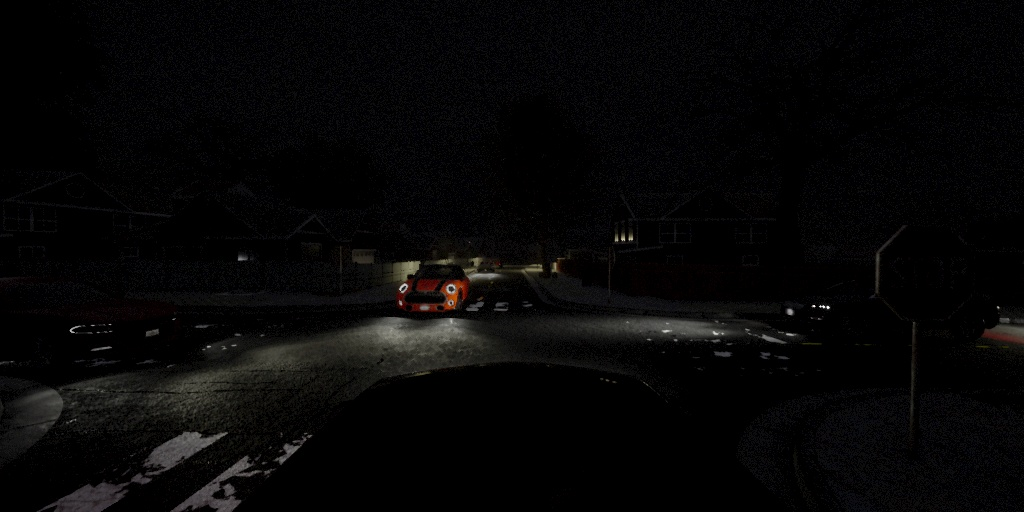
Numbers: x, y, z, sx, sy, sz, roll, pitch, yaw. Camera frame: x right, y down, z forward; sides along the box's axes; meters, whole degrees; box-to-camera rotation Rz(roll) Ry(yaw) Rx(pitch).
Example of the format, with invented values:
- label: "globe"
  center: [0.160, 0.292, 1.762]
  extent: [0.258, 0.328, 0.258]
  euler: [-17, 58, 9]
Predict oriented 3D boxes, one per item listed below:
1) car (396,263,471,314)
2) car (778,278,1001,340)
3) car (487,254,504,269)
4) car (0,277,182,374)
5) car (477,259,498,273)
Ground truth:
- label: "car"
  center: [-2.796, 1.085, 13.691]
  extent: [2.097, 1.767, 4.553]
  euler: [1, 0, 0]
- label: "car"
  center: [10.314, 1.361, 10.038]
  extent: [4.902, 1.511, 2.128]
  euler: [1, 1, 2]
- label: "car"
  center: [-2.558, 0.750, 55.182]
  extent: [2.150, 2.045, 5.566]
  euler: [0, 0, 4]
- label: "car"
  center: [-9.259, 1.150, 6.921]
  extent: [5.008, 1.535, 1.882]
  euler: [1, 1, 4]
- label: "car"
  center: [-3.008, 1.295, 42.329]
  extent: [1.895, 1.301, 4.718]
  euler: [0, 0, -1]
